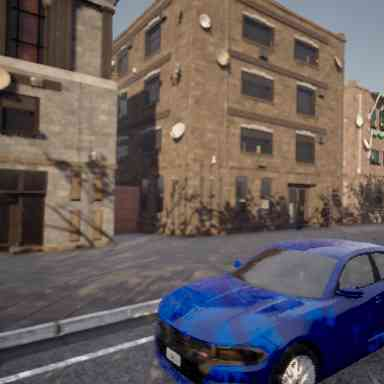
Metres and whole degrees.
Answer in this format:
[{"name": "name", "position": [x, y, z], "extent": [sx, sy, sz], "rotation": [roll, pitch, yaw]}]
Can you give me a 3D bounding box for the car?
[{"name": "car", "position": [1.837, 1.483, 4.990], "extent": [5.008, 1.535, 1.882], "rotation": [0, 0, -35]}]
